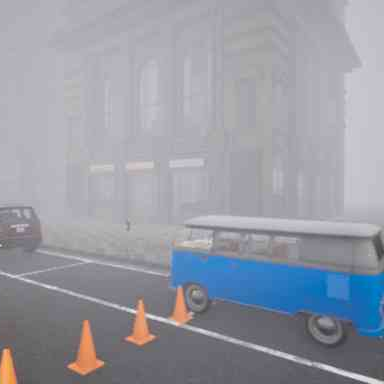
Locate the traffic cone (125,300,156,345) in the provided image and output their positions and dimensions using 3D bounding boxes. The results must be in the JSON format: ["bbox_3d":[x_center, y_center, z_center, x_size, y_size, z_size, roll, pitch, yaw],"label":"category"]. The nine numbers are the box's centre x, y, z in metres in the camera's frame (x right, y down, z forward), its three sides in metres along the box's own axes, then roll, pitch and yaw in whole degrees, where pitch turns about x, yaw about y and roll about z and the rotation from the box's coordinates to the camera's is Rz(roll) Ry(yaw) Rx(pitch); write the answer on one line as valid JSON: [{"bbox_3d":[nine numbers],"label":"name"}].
[{"bbox_3d":[-0.800,1.977,5.158,0.340,0.580,0.340,0,0,36],"label":"traffic cone"}]

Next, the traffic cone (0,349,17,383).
[{"bbox_3d":[-1.966,1.969,3.534,0.340,0.580,0.340,0,0,36],"label":"traffic cone"}]

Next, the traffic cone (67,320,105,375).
[{"bbox_3d":[-1.383,1.973,4.346,0.340,0.580,0.340,0,0,36],"label":"traffic cone"}]

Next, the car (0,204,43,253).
[{"bbox_3d":[-7.706,1.360,12.625,5.009,1.841,2.192,0,0,36],"label":"car"}]

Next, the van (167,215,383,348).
[{"bbox_3d":[1.394,1.370,6.091,3.998,1.788,1.690,0,0,36],"label":"van"}]

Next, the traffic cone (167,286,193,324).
[{"bbox_3d":[-0.217,1.981,5.971,0.340,0.580,0.340,0,0,36],"label":"traffic cone"}]
